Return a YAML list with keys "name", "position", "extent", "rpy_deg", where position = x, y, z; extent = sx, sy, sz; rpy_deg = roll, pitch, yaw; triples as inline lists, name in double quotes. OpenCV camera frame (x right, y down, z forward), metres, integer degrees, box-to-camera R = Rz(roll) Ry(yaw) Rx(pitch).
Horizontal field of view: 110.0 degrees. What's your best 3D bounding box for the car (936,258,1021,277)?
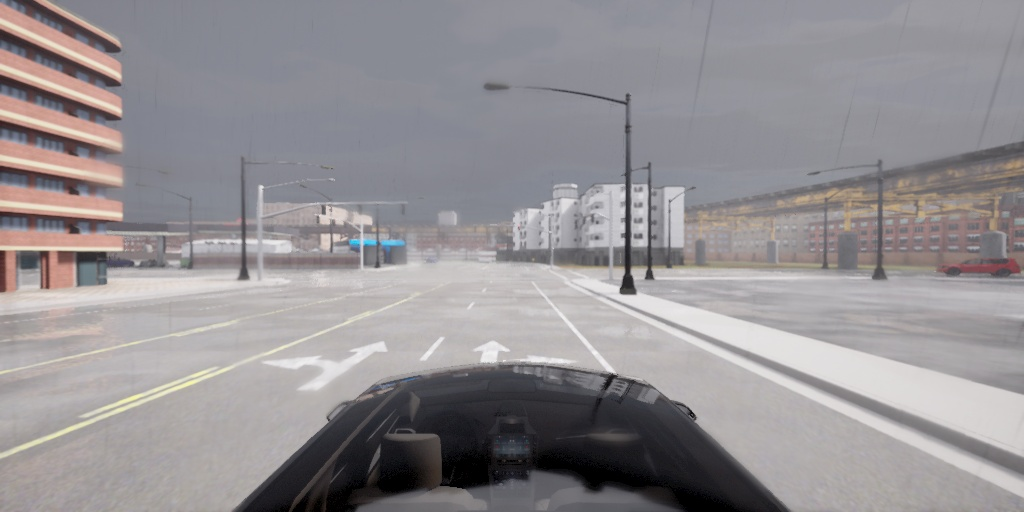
- name: "car"
  position: [50.235, 1.226, 38.762]
  extent: [5.566, 2.045, 2.150]
  rpy_deg: [0, 1, 39]
